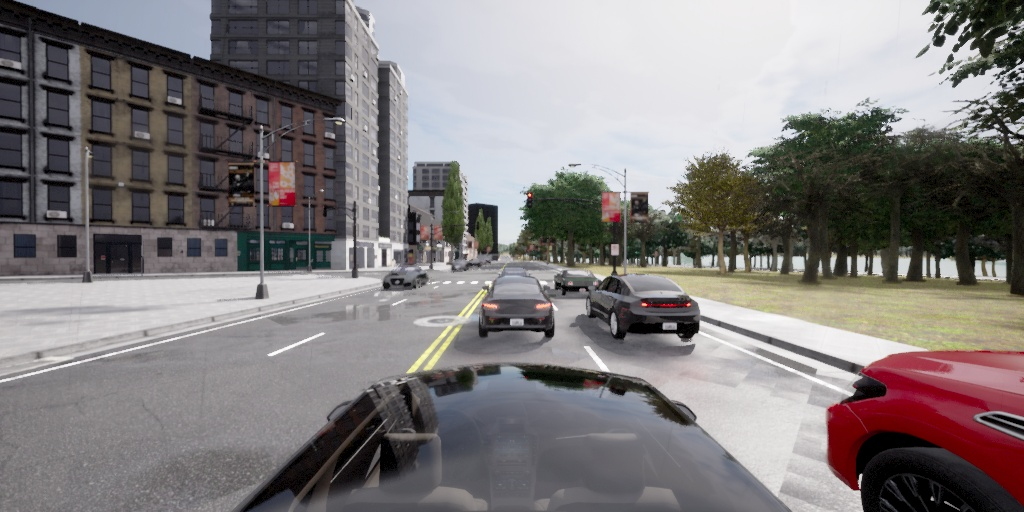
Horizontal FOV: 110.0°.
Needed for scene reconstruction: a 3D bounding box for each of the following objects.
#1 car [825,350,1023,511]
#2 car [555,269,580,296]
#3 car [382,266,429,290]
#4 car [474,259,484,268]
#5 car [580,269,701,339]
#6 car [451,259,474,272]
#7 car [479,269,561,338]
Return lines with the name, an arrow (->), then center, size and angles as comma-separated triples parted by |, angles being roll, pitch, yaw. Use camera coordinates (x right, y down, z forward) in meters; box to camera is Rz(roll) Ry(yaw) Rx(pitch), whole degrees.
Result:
car -> 3.347, 0.972, 0.189 | 2.150, 2.045, 5.566 | 0, 0, 0
car -> 3.389, 1.343, 19.365 | 1.895, 1.301, 4.718 | 0, 0, 0
car -> -6.554, 1.305, 22.472 | 1.994, 1.385, 4.181 | 0, 0, 0
car -> -6.435, 1.197, 62.688 | 1.882, 1.535, 5.008 | 0, 0, 0
car -> 3.367, 1.251, 10.053 | 1.837, 1.490, 4.892 | 0, 0, 0
car -> -6.505, 1.218, 45.284 | 2.128, 1.511, 4.902 | 0, 0, 0
car -> 0.121, 1.272, 10.092 | 1.812, 1.442, 4.674 | 0, 0, 0
